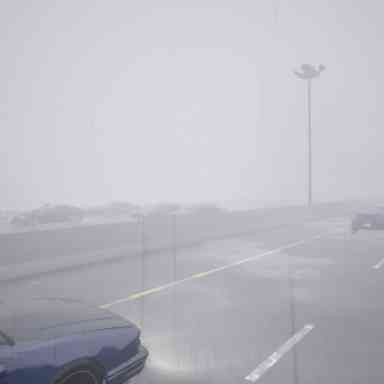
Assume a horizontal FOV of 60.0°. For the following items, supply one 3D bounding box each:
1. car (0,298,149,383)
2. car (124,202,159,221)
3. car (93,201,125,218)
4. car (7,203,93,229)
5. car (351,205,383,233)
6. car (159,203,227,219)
[{"bbox_3d":[-2.821,1.566,2.326,2.033,1.411,5.357,0,0,40],"label":"car"},{"bbox_3d":[-2.245,1.520,25.426,2.033,1.411,5.357,0,0,39],"label":"car"},{"bbox_3d":[-7.061,1.546,30.594,2.033,1.411,5.357,0,0,39],"label":"car"},{"bbox_3d":[-9.508,1.524,22.070,2.128,1.511,4.902,0,0,39],"label":"car"},{"bbox_3d":[9.982,1.423,17.945,1.812,1.442,4.674,0,0,39],"label":"car"},{"bbox_3d":[0.464,1.504,23.209,2.033,1.411,5.357,0,0,39],"label":"car"}]
